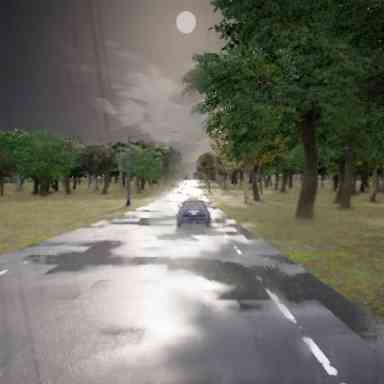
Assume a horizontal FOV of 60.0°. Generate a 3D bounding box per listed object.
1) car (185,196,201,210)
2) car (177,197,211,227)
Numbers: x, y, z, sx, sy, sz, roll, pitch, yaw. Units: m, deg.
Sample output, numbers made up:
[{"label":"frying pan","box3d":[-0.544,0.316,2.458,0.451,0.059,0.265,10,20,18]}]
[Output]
[{"label":"car","box3d":[0.113,1.329,42.223,1.882,1.535,5.008,0,1,0]},{"label":"car","box3d":[0.107,1.320,22.330,2.097,1.767,4.553,0,0,0]}]
